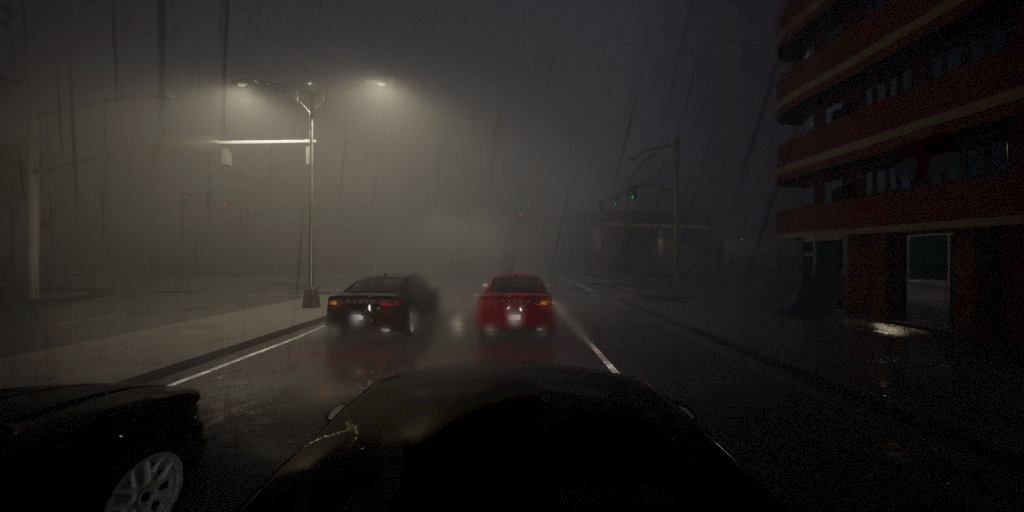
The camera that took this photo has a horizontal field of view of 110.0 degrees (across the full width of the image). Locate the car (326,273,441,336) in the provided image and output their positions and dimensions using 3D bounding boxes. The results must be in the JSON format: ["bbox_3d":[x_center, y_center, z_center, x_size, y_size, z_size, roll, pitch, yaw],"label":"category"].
[{"bbox_3d":[-3.384,1.228,10.411,1.882,1.535,5.008,0,0,0],"label":"car"}]

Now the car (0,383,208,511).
[{"bbox_3d":[-3.409,1.228,0.838,1.882,1.535,5.008,0,0,0],"label":"car"}]

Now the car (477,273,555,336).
[{"bbox_3d":[0.121,1.228,10.421,1.882,1.535,5.008,0,0,1],"label":"car"}]
